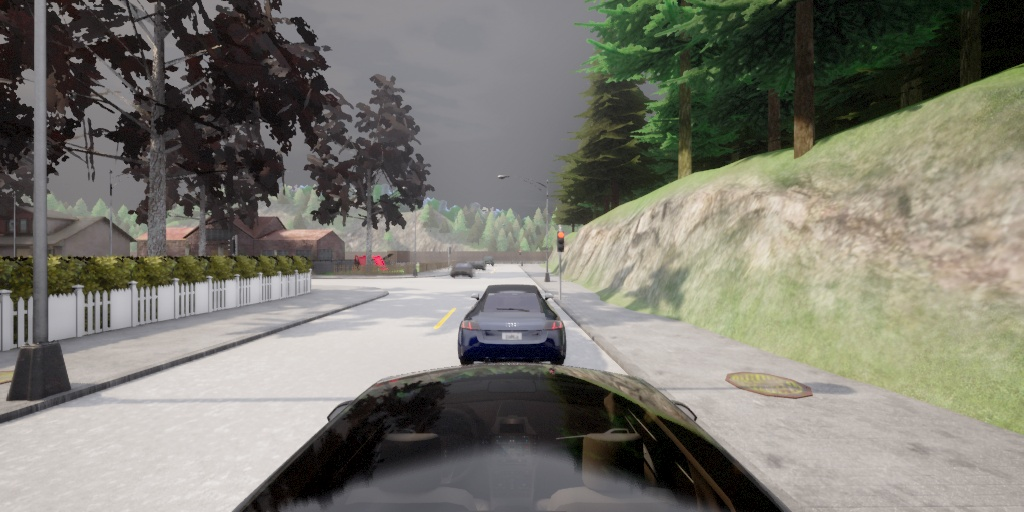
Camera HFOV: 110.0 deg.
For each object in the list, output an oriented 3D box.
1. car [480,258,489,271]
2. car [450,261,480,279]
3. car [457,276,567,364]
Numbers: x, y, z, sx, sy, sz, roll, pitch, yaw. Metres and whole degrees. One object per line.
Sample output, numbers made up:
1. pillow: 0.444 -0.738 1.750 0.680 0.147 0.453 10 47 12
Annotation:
1. car: -4.525 1.350 48.041 1.895 1.301 4.718 0 0 0
2. car: -4.387 1.298 32.889 2.033 1.411 5.357 0 0 -1
3. car: 0.004 1.314 8.014 1.994 1.385 4.181 0 0 0
